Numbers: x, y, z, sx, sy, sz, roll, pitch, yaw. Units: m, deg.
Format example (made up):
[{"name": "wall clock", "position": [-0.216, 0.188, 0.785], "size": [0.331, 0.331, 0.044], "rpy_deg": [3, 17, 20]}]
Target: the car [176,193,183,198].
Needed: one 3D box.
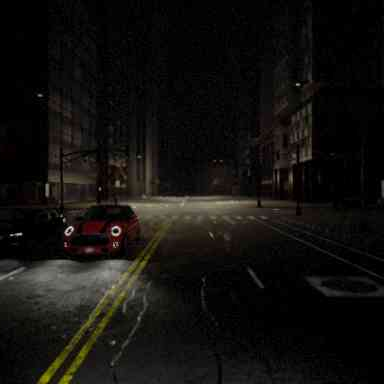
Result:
[{"name": "car", "position": [-3.242, 0.837, 87.238], "size": [1.895, 1.301, 4.718], "rpy_deg": [0, 0, 0]}]

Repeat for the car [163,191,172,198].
[{"name": "car", "position": [-6.492, 0.596, 87.297], "size": [2.097, 1.767, 4.553], "rpy_deg": [0, 0, 0]}]

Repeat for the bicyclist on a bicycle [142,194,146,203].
[{"name": "bicyclist on a bicycle", "position": [-8.710, 1.164, 60.268], "size": [0.866, 1.612, 1.509], "rpy_deg": [0, 0, 0]}]

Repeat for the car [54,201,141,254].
[{"name": "car", "position": [-3.331, 1.289, 13.051], "size": [2.097, 1.767, 4.553], "rpy_deg": [0, 0, 0]}]

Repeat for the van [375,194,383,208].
[{"name": "van", "position": [24.749, 1.099, 40.770], "size": [3.998, 1.788, 1.690], "rpy_deg": [0, 0, 0]}]

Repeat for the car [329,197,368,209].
[{"name": "car", "position": [19.130, 1.319, 40.796], "size": [4.403, 1.369, 2.008], "rpy_deg": [0, 0, 0]}]

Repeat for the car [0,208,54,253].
[{"name": "car", "position": [-6.580, 1.428, 13.390], "size": [2.128, 1.511, 4.902], "rpy_deg": [0, 0, 0]}]
